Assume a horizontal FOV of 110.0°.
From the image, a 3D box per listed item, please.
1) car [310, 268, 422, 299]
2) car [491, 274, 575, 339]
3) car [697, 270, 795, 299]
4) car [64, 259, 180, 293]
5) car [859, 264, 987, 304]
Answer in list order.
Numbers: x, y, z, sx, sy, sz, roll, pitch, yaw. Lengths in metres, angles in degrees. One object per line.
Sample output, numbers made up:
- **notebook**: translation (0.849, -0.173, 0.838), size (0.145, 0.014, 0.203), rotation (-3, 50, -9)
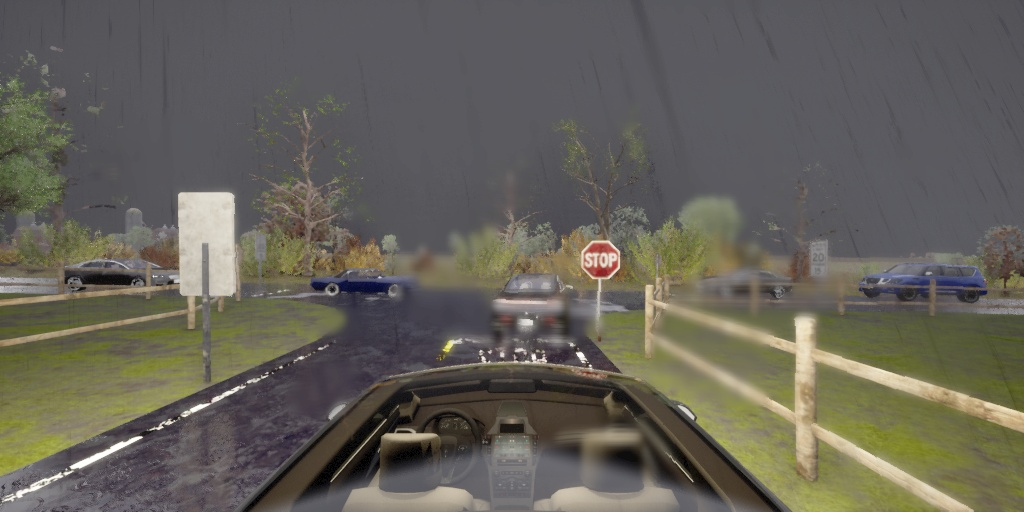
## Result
- **car**: translation (-6.818, 1.248, 17.174), size (4.718, 1.301, 1.895), rotation (1, 1, 0)
- **car**: translation (0.708, 1.240, 10.141), size (2.128, 1.511, 4.902), rotation (0, 0, 9)
- **car**: translation (13.008, 1.525, 20.096), size (4.902, 1.511, 2.128), rotation (1, 1, 0)
- **car**: translation (-18.486, 0.885, 17.194), size (4.902, 1.511, 2.128), rotation (1, 1, 0)
- **car**: translation (22.904, 1.466, 20.082), size (5.566, 2.045, 2.150), rotation (1, 1, 0)
